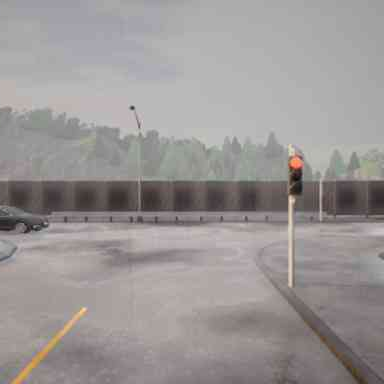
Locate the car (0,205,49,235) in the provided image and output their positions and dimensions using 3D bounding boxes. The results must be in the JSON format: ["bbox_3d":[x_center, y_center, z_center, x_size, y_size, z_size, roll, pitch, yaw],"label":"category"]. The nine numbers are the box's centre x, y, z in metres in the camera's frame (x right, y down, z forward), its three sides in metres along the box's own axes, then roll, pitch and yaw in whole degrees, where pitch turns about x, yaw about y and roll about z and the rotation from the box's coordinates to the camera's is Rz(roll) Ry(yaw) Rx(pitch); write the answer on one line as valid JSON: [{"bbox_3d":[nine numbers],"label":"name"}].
[{"bbox_3d":[-10.435,1.512,18.287,4.892,1.490,1.837,0,0,0],"label":"car"}]
